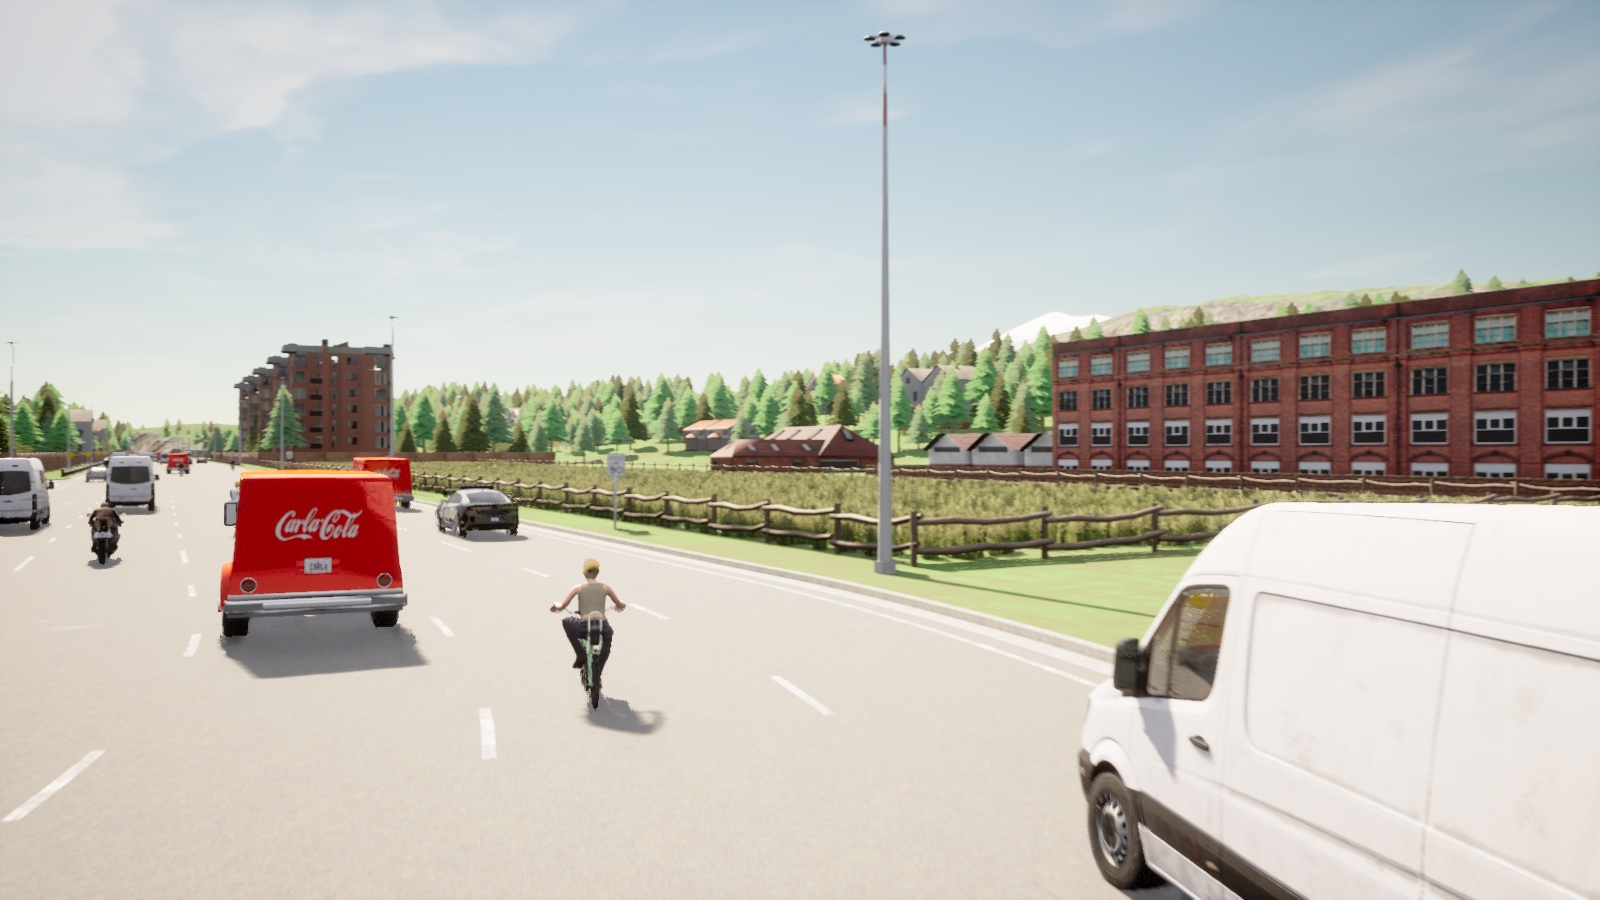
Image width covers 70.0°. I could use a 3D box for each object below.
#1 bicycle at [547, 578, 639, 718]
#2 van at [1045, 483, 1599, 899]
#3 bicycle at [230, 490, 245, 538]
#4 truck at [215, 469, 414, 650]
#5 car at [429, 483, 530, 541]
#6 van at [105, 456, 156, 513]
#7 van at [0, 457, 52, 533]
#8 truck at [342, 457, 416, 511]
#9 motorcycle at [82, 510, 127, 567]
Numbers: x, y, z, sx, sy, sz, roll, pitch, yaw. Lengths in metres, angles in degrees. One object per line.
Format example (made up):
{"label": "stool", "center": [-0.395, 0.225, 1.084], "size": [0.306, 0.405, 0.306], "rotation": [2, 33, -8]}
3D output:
{"label": "bicycle", "center": [-2.349, 2.167, 12.806], "size": [0.859, 1.276, 1.487], "rotation": [0, 0, -16]}
{"label": "van", "center": [3.227, 1.538, 5.593], "size": [1.988, 2.561, 5.915], "rotation": [1, 0, -8]}
{"label": "bicycle", "center": [-18.562, 2.085, 37.696], "size": [0.373, 1.496, 1.643], "rotation": [0, 0, -29]}
{"label": "truck", "center": [-8.136, 1.580, 18.871], "size": [2.627, 2.467, 5.204], "rotation": [1, 0, -26]}
{"label": "car", "center": [-10.860, 2.009, 38.423], "size": [2.097, 1.638, 5.238], "rotation": [0, 0, -29]}
{"label": "van", "center": [-32.021, 1.577, 54.737], "size": [1.988, 2.561, 5.915], "rotation": [0, 0, -29]}
{"label": "van", "center": [-28.889, 1.568, 41.955], "size": [1.988, 2.561, 5.915], "rotation": [0, 0, -29]}
{"label": "truck", "center": [-20.677, 1.611, 55.986], "size": [2.627, 2.467, 5.204], "rotation": [0, 0, -29]}
{"label": "motorcycle", "center": [-17.701, 2.228, 29.108], "size": [0.867, 1.251, 2.209], "rotation": [0, 0, -29]}
